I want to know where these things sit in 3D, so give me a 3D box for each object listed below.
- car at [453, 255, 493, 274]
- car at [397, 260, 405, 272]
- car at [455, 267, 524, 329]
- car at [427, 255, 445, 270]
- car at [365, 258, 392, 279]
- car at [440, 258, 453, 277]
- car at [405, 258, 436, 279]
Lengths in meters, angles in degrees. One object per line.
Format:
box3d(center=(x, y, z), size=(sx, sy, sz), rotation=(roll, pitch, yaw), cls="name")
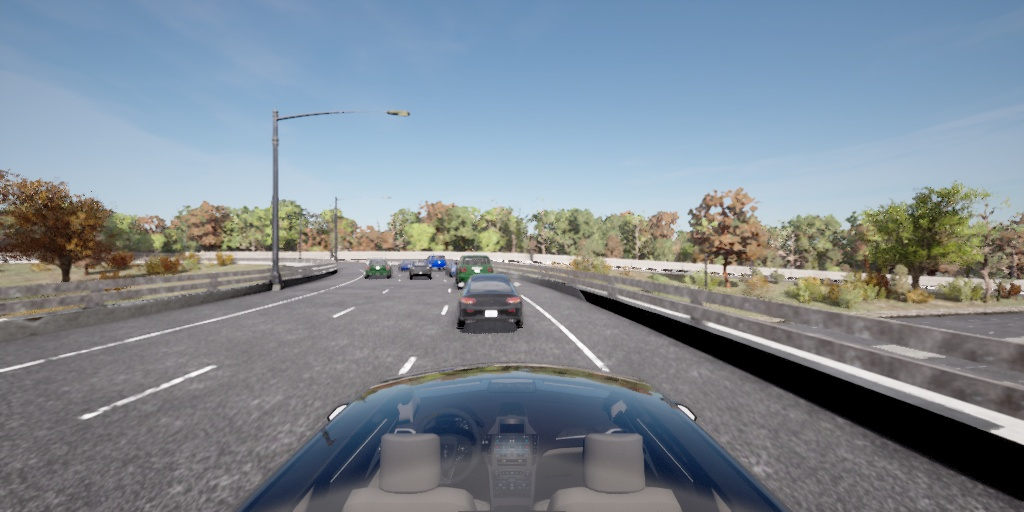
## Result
box3d(center=(-2.476, 0.932, 23.090), size=(2.150, 2.045, 5.566), rotation=(0, 0, -10), cls="car")
box3d(center=(-13.526, 1.238, 46.073), size=(1.994, 1.385, 4.181), rotation=(0, 0, -24), cls="car")
box3d(center=(-0.698, 1.257, 11.180), size=(1.812, 1.442, 4.674), rotation=(0, 0, -5), cls="car")
box3d(center=(-10.125, 0.889, 47.085), size=(2.150, 2.045, 5.566), rotation=(0, 0, -24), cls="car")
box3d(center=(-12.109, 1.051, 32.720), size=(2.097, 1.767, 4.553), rotation=(0, 0, -17), cls="car")
box3d(center=(-5.472, 1.236, 34.991), size=(2.033, 1.411, 5.357), rotation=(0, 0, -17), cls="car")
box3d(center=(-8.202, 1.189, 31.957), size=(2.128, 1.511, 4.902), rotation=(0, 0, -16), cls="car")
